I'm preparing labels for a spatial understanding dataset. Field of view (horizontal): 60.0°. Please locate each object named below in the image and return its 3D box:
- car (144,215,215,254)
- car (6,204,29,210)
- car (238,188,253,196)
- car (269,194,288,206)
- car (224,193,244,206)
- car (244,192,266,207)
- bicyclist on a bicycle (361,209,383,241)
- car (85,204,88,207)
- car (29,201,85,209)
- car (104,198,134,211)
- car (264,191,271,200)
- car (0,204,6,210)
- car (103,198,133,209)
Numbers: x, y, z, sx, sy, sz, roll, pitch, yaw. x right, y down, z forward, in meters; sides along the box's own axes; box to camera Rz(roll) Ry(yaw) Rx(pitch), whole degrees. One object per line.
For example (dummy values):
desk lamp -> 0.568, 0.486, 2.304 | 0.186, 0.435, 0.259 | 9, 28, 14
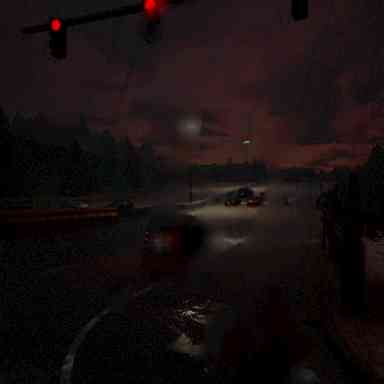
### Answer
car -> -0.416, 1.732, 14.552 | 1.812, 1.442, 4.674 | 1, -1, 21
car -> -17.067, 1.737, 30.212 | 1.895, 1.301, 4.718 | 1, -1, 21
car -> 9.838, 0.244, 61.205 | 2.150, 2.045, 5.566 | 1, 6, 21
car -> 13.890, 1.229, 52.140 | 2.128, 1.511, 4.902 | 1, 5, 21
car -> 6.360, 1.387, 52.013 | 1.812, 1.442, 4.674 | 1, 4, 21
car -> 9.661, 1.401, 50.858 | 1.837, 1.490, 4.892 | 1, 4, 21
bicyclist on a bicycle -> 9.011, 1.710, 17.237 | 1.656, 1.620, 0.582 | 0, -1, 21
car -> -13.934, 1.813, 38.437 | 1.812, 1.442, 4.674 | 1, 0, 21
car -> -12.738, 1.759, 31.737 | 1.812, 1.442, 4.674 | 1, -1, 21
car -> -10.382, 1.687, 47.781 | 1.837, 1.490, 4.892 | 1, 2, 21
car -> 13.267, 0.585, 60.387 | 1.994, 1.385, 4.181 | 1, 6, 21
car -> -16.039, 1.545, 23.086 | 2.128, 1.511, 4.902 | 1, -1, 21
car -> -9.146, 1.821, 41.201 | 2.128, 1.511, 4.902 | 1, 1, 21
